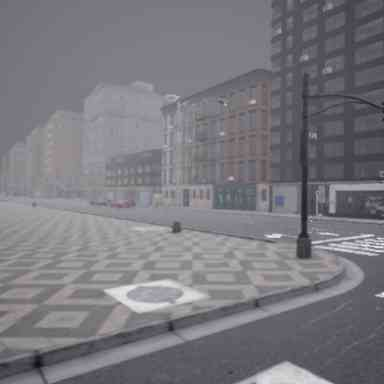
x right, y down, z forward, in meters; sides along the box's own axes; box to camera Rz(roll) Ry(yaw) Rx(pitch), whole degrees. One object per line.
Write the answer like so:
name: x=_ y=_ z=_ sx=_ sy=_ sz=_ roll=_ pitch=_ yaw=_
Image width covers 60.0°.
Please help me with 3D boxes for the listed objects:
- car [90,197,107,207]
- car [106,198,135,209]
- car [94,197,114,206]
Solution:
car: x=-16.375 y=1.857 z=58.209 sx=1.895 sy=1.301 sz=4.718 roll=1 pitch=-1 yaw=-36
car: x=-10.934 y=1.769 z=50.663 sx=1.812 sy=1.442 sz=4.674 roll=1 pitch=-1 yaw=-36
car: x=-17.296 y=1.809 z=65.258 sx=2.128 sy=1.511 sz=4.902 roll=1 pitch=-1 yaw=-36
